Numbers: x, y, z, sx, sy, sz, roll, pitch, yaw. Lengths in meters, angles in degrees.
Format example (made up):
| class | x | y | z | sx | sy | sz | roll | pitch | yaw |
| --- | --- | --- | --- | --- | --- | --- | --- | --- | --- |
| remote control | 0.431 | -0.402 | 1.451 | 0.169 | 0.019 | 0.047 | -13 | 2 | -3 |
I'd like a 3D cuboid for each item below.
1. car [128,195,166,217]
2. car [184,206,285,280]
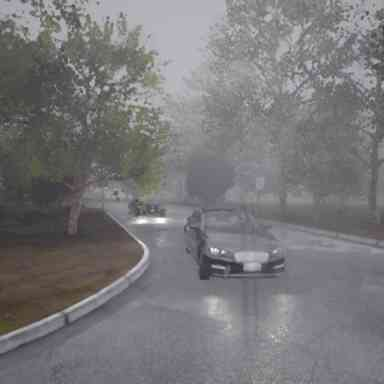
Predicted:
| class | x | y | z | sx | sy | sz | roll | pitch | yaw |
| --- | --- | --- | --- | --- | --- | --- | --- | --- | --- |
| car | -3.196 | 0.940 | 23.159 | 1.994 | 1.385 | 4.181 | 1 | 1 | -20 |
| car | 0.882 | 1.167 | 8.974 | 2.128 | 1.511 | 4.902 | 1 | 1 | -7 |
